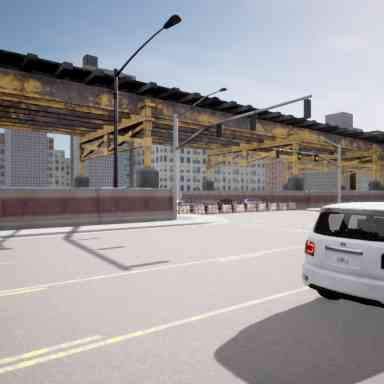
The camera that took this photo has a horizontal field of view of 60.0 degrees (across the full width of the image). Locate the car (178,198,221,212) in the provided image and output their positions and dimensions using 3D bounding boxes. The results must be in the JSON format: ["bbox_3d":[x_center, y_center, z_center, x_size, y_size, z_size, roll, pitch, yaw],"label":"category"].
[{"bbox_3d":[0.381,1.453,36.549,4.974,1.542,2.038,0,0,8],"label":"car"}]

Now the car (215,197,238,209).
[{"bbox_3d":[4.148,1.295,39.275,1.853,1.218,4.536,0,0,18],"label":"car"}]

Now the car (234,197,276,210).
[{"bbox_3d":[8.052,1.453,42.975,4.974,1.542,2.038,0,0,-7],"label":"car"}]

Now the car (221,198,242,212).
[{"bbox_3d":[4.133,1.453,39.225,2.038,1.542,4.974,0,0,18],"label":"car"}]

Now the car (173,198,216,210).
[{"bbox_3d":[0.330,1.295,36.556,4.536,1.218,1.853,0,0,8],"label":"car"}]

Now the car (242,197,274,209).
[{"bbox_3d":[8.000,1.295,42.969,4.536,1.218,1.853,0,0,-7],"label":"car"}]

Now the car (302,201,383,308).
[{"bbox_3d":[4.732,1.221,7.133,5.566,2.045,2.150,0,0,-35],"label":"car"}]
